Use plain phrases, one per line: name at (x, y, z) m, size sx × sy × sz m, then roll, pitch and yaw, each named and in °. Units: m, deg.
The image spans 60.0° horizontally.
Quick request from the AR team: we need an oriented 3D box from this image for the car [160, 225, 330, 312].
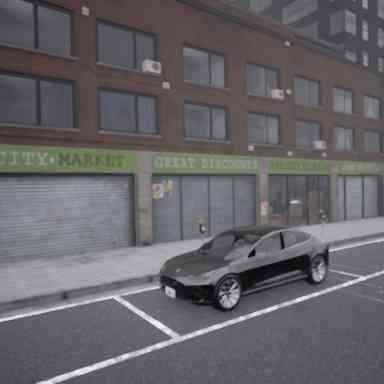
car at (1.356, 1.472, 7.519) m, size 4.313 × 1.339 × 1.947 m, roll -1°, pitch 0°, yaw -36°
